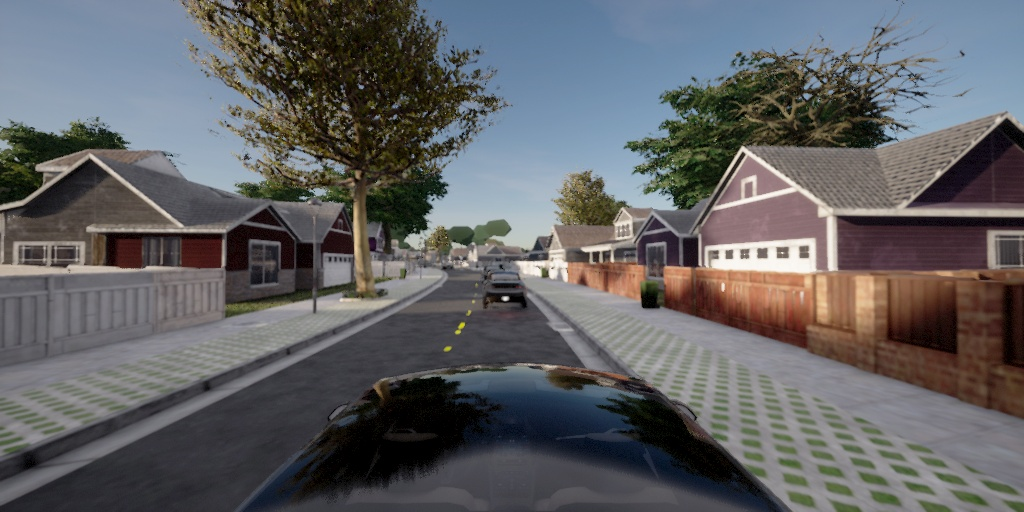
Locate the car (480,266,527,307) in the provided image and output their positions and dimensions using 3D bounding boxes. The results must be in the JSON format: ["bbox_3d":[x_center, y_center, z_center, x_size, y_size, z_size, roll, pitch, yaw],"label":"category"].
[{"bbox_3d":[-0.384,1.403,16.264,1.837,1.490,4.892,0,0,-3],"label":"car"}]

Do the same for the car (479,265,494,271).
[{"bbox_3d":[-1.737,1.555,31.293,1.837,1.490,4.892,0,0,-7],"label":"car"}]
